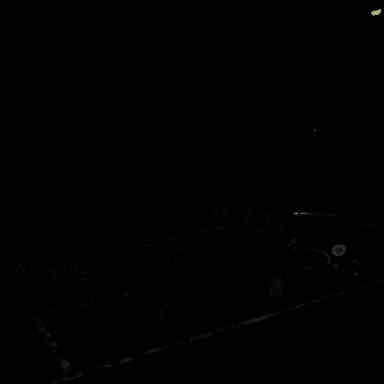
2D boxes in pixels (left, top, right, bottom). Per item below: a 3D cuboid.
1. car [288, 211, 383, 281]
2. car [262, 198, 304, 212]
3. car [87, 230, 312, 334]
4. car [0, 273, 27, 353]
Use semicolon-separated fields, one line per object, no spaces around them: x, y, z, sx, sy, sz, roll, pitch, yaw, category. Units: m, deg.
4.647;1.475;9.921;4.097;1.590;1.967;0;0;-35;car
8.960;1.254;33.108;1.994;1.385;4.181;0;1;-35;car
0.191;1.558;6.770;4.507;1.381;1.887;0;0;-35;car
-4.264;1.544;3.619;4.403;1.369;2.008;0;0;-35;car
